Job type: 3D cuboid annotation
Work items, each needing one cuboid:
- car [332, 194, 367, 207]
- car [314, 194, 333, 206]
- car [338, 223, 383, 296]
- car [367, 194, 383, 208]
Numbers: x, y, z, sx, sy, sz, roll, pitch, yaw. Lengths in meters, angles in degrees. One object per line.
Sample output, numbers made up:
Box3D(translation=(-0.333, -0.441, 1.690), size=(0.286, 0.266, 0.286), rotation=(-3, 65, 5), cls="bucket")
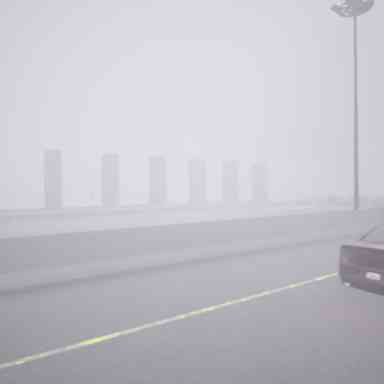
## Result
Box3D(translation=(19.554, 1.051, 39.973), size=(5.357, 1.411, 2.033), rotation=(-1, 1, -37), cls="car")
Box3D(translation=(17.804, 0.990, 43.029), size=(4.902, 1.511, 2.128), rotation=(-1, 1, -37), cls="car")
Box3D(translation=(5.356, 1.367, 7.565), size=(5.008, 1.535, 1.882), rotation=(-1, 1, -35), cls="car")
Box3D(translation=(22.080, 1.001, 37.488), size=(4.892, 1.490, 1.837), rotation=(-1, 0, -37), cls="car")
